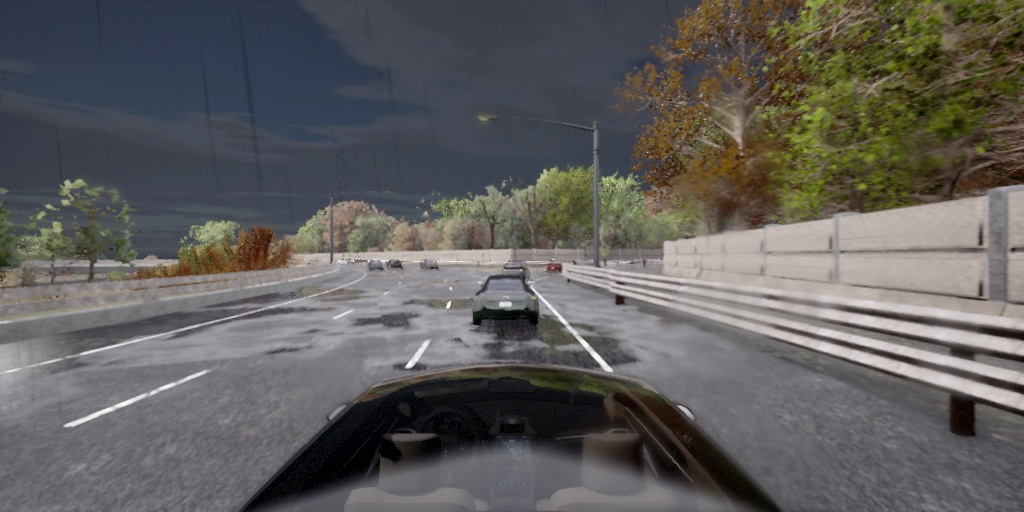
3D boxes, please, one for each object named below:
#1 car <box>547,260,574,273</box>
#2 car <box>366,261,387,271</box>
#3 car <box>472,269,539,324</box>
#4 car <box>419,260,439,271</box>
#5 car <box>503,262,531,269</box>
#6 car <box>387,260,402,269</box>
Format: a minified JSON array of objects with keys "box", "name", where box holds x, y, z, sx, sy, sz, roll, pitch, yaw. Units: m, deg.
[{"box":[5.844,1.197,42.662,1.882,1.535,5.008,-1,0,30],"name":"car"},{"box":[-19.834,1.378,51.778,2.033,1.411,5.357,0,0,-28],"name":"car"},{"box":[-0.217,1.314,11.971,1.994,1.385,4.181,0,0,-1],"name":"car"},{"box":[-12.058,1.344,51.946,2.033,1.411,5.357,0,0,-26],"name":"car"},{"box":[0.389,1.236,28.577,2.128,1.511,4.902,0,0,9],"name":"car"},{"box":[-18.769,1.330,56.870,1.837,1.490,4.892,0,0,-30],"name":"car"}]
